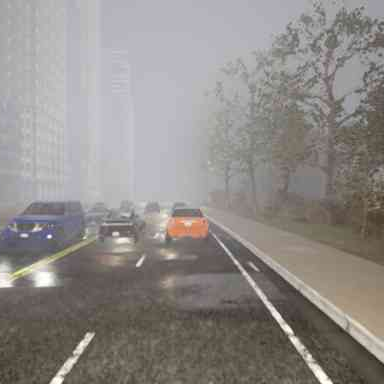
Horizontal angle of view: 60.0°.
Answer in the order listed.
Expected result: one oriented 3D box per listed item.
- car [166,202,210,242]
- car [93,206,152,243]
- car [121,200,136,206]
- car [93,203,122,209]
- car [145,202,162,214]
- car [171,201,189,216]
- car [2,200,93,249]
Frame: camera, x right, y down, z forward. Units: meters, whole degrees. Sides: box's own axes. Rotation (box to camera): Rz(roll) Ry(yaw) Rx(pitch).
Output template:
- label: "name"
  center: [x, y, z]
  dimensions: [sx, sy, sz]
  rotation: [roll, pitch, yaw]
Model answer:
- label: "car"
  center: [-0.260, 1.554, 17.738]
  dimensions: [2.097, 1.767, 4.553]
  rotation: [0, -1, -2]
- label: "car"
  center: [-3.496, 1.694, 17.354]
  dimensions: [2.128, 1.511, 4.902]
  rotation: [0, -1, -2]
- label: "car"
  center: [-8.286, 1.843, 42.381]
  dimensions: [2.097, 1.767, 4.553]
  rotation: [0, -1, -4]
- label: "car"
  center: [-7.231, 1.859, 26.507]
  dimensions: [2.033, 1.411, 5.357]
  rotation: [0, -1, -3]
- label: "car"
  center: [-4.932, 1.961, 42.273]
  dimensions: [1.882, 1.535, 5.008]
  rotation: [0, -1, -4]
- label: "car"
  center: [-1.503, 1.929, 39.889]
  dimensions: [1.882, 1.535, 5.008]
  rotation: [0, -1, -4]
- label: "car"
  center: [-6.772, 1.415, 16.061]
  dimensions: [2.150, 2.045, 5.566]
  rotation: [0, -1, -1]
